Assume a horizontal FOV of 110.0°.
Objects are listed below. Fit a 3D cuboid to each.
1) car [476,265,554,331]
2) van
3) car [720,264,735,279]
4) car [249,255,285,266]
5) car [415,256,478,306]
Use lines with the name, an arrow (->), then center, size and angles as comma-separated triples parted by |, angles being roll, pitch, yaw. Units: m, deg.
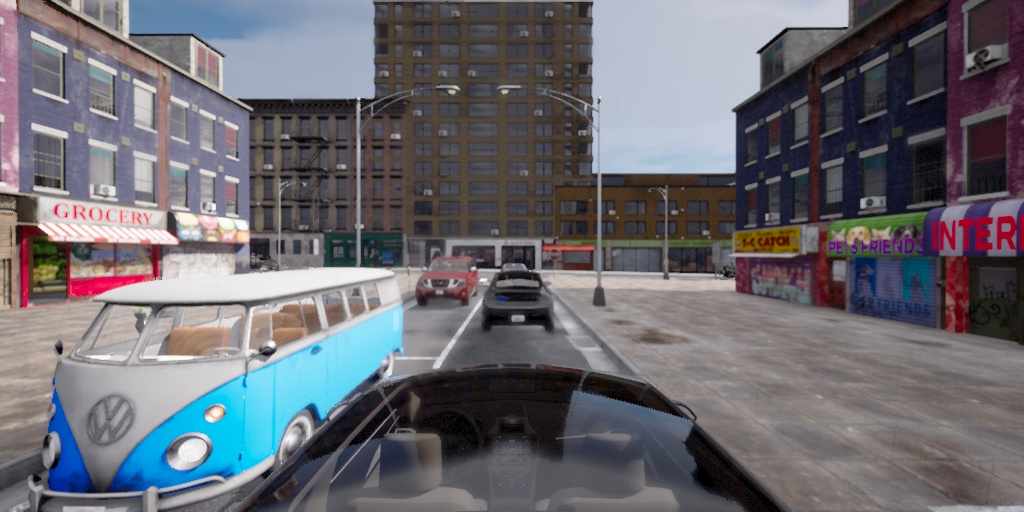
car -> 0.154, 1.178, 10.727 | 1.837, 1.490, 4.892 | 0, 1, 0
van -> -2.625, 1.069, 4.314 | 1.690, 1.789, 3.998 | 0, 0, 0
car -> 22.855, 1.230, 33.959 | 5.566, 2.045, 2.150 | 2, 0, 0
car -> -22.343, 0.651, 31.118 | 4.892, 1.490, 1.837 | 1, 0, 0
car -> -2.549, 0.948, 15.202 | 2.192, 1.841, 5.009 | 0, 0, 0
